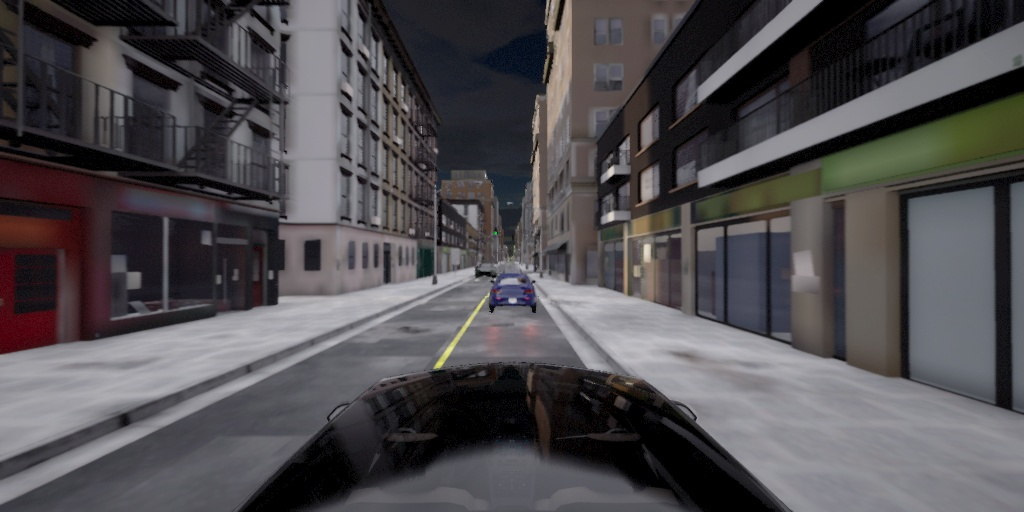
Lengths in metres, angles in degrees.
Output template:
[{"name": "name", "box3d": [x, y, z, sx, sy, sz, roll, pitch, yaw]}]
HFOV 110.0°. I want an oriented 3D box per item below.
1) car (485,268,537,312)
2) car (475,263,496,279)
[{"name": "car", "box3d": [0.045, 1.424, 14.970, 1.812, 1.442, 4.674, 0, 0, 0]}, {"name": "car", "box3d": [-2.802, 1.520, 39.071, 2.097, 1.767, 4.553, 0, -1, 0]}]
